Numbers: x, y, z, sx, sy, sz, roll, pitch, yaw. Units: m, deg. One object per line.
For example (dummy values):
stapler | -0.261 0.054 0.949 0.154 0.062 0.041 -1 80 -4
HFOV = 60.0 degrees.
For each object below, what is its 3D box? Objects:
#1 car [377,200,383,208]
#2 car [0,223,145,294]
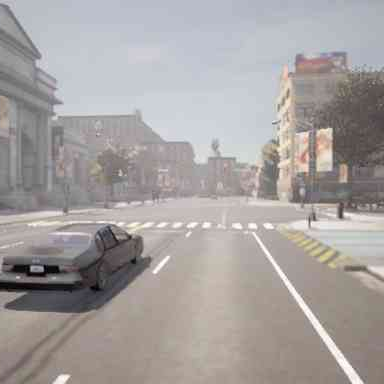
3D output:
car | 28.621 1.495 46.577 4.902 1.511 2.128 0 0 6
car | -2.764 1.548 8.980 2.033 1.411 5.357 0 0 6
